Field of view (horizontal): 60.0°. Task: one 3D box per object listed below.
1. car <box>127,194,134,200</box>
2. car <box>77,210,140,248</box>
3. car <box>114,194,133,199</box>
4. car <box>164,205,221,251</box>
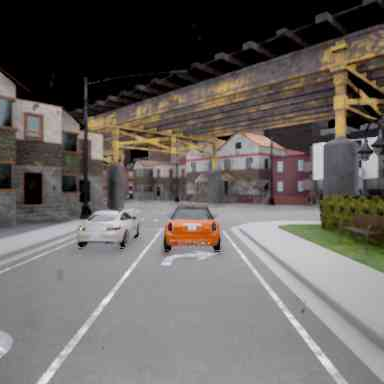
[{"bbox_3d":[-16.822,1.215,81.027,4.974,1.542,2.038,0,0,-15],"label":"car"},{"bbox_3d":[-3.474,1.483,14.353,1.812,1.442,4.674,0,0,1],"label":"car"},{"bbox_3d":[-16.772,1.057,81.040,4.536,1.218,1.853,0,0,-15],"label":"car"},{"bbox_3d":[0.022,1.310,13.991,2.097,1.767,4.553,0,0,1],"label":"car"}]
